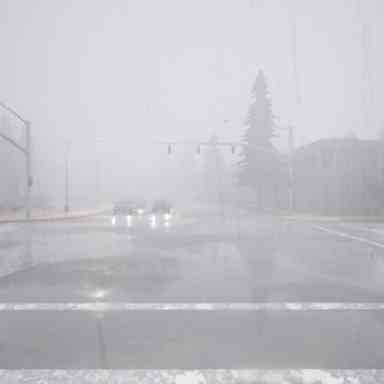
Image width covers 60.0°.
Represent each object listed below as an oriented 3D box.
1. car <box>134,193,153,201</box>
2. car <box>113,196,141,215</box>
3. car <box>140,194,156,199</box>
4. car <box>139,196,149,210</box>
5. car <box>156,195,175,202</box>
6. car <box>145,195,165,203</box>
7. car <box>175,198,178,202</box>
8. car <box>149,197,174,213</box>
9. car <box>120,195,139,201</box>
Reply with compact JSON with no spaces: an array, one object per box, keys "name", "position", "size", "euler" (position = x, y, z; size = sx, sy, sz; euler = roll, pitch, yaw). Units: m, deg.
[{"name":"car","position":[-11.386,1.157,77.876],"size":[4.553,1.767,2.097],"euler":[0,0,43]},{"name":"car","position":[-6.787,1.483,34.109],"size":[1.837,1.490,4.892],"euler":[0,0,-1]},{"name":"car","position":[-9.235,1.508,63.446],"size":[2.033,1.411,5.357],"euler":[0,0,-29]},{"name":"car","position":[-7.065,1.537,43.014],"size":[1.994,1.385,4.181],"euler":[0,0,-2]},{"name":"car","position":[-3.767,1.449,45.831],"size":[1.882,1.535,5.008],"euler":[0,0,-6]},{"name":"car","position":[-7.665,1.435,67.890],"size":[1.882,1.535,5.008],"euler":[0,0,-35]},{"name":"car","position":[-4.998,1.551,70.192],"size":[1.895,1.301,4.718],"euler":[0,0,-35]},{"name":"car","position":[-3.302,1.578,36.658],"size":[1.895,1.301,4.718],"euler":[0,0,-1]},{"name":"car","position":[-14.225,1.440,75.747],"size":[4.718,1.301,1.895],"euler":[0,0,43]}]
